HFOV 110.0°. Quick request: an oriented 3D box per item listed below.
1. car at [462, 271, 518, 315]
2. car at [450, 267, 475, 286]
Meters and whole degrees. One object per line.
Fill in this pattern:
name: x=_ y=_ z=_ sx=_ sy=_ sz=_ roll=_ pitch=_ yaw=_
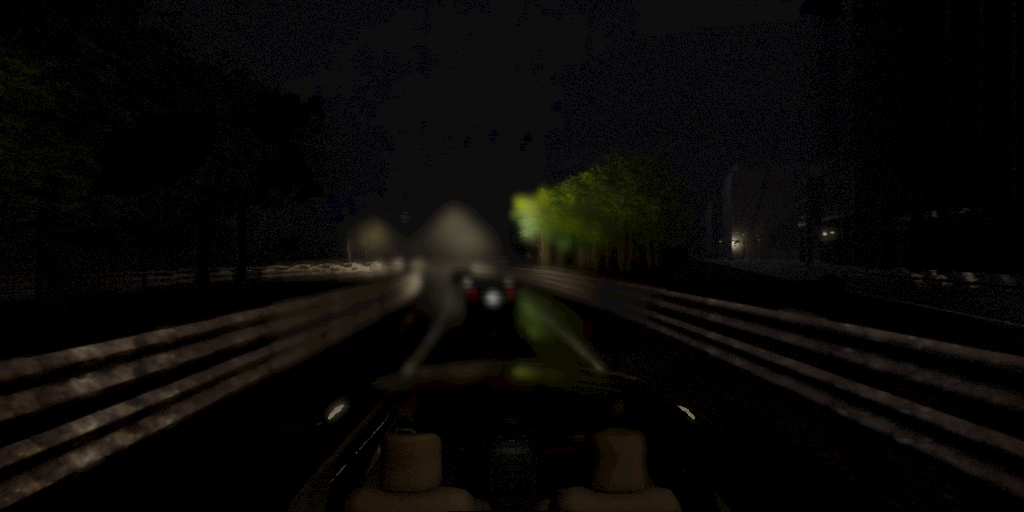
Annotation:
car: x=-0.958 y=1.506 z=14.807 sx=1.994 sy=1.385 sz=4.181 roll=0 pitch=-1 yaw=-8
car: x=-4.002 y=1.653 z=29.738 sx=2.128 sy=1.511 sz=4.902 roll=0 pitch=-1 yaw=-16
